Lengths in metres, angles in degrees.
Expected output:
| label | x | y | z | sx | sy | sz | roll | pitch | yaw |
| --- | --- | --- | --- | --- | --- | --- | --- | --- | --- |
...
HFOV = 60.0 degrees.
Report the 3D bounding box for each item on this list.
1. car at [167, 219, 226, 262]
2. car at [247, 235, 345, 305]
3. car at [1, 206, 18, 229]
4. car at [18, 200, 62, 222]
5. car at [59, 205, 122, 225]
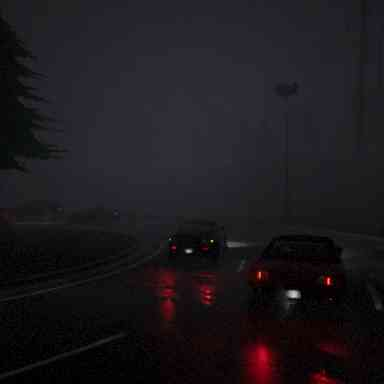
| label | x | y | z | sx | sy | sz | roll | pitch | yaw |
| --- | --- | --- | --- | --- | --- | --- | --- | --- | --- |
| car | 0.285 | 1.781 | 13.135 | 1.812 | 1.442 | 4.674 | 0 | -1 | 10 |
| car | 2.884 | 1.770 | 8.633 | 1.895 | 1.301 | 4.718 | 0 | -1 | 23 |
| car | -15.884 | 1.825 | 24.676 | 4.553 | 1.767 | 2.097 | 0 | -1 | -18 |
| car | -15.285 | 1.840 | 32.214 | 5.566 | 2.045 | 2.150 | 0 | -2 | -9 |
| car | -8.584 | 2.050 | 29.100 | 4.902 | 1.511 | 2.128 | 0 | -1 | 10 |
